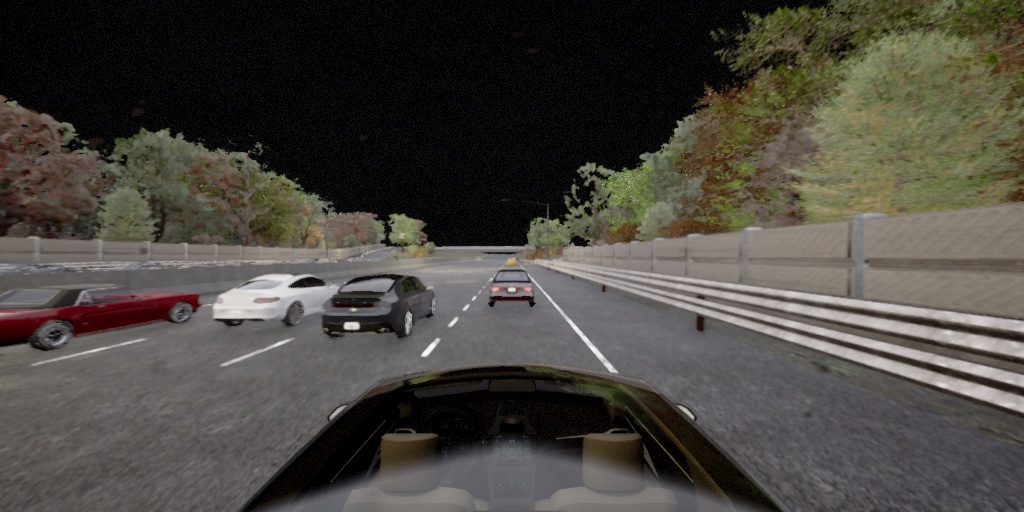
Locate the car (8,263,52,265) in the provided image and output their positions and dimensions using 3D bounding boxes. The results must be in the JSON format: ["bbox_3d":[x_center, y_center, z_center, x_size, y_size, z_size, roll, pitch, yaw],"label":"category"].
[{"bbox_3d":[-31.590,1.209,23.289,2.128,1.511,4.902,0,0,0],"label":"car"}]

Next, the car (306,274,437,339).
[{"bbox_3d":[-3.403,1.240,10.041,1.837,1.490,4.892,0,0,0],"label":"car"}]

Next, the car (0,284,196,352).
[{"bbox_3d":[-10.401,1.337,8.821,1.895,1.301,4.718,0,0,0],"label":"car"}]

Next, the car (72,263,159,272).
[{"bbox_3d":[-24.594,1.210,23.482,2.128,1.511,4.902,0,0,0],"label":"car"}]

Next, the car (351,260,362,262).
[{"bbox_3d":[-24.520,1.269,57.234,1.994,1.385,4.181,0,0,0],"label":"car"}]

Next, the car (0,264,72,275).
[{"bbox_3d":[-28.097,1.320,22.045,1.895,1.301,4.718,0,0,0],"label":"car"}]

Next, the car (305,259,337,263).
[{"bbox_3d":[-28.021,1.192,53.415,1.882,1.535,5.008,0,1,0],"label":"car"}]

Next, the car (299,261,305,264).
[{"bbox_3d":[-31.520,1.167,56.400,1.837,1.490,4.892,0,1,0],"label":"car"}]

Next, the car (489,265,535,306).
[{"bbox_3d":[-0.005,1.275,15.593,2.033,1.411,5.357,0,0,0],"label":"car"}]

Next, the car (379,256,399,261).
[{"bbox_3d":[-21.032,0.956,61.361,2.150,2.045,5.566,0,0,0],"label":"car"}]

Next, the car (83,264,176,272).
[{"bbox_3d":[-21.101,1.321,20.875,1.895,1.301,4.718,0,0,0],"label":"car"}]

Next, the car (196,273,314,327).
[{"bbox_3d":[-6.918,1.258,11.271,1.812,1.442,4.674,0,0,0],"label":"car"}]
